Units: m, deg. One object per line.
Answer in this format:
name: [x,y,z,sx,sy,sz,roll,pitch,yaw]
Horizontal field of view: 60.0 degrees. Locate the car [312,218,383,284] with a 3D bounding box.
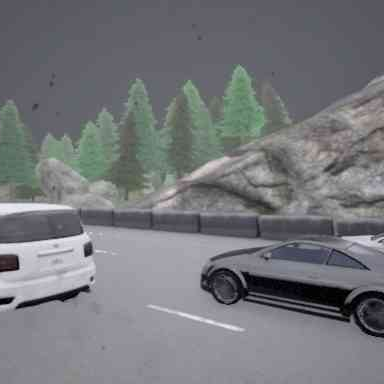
car: [5.723,1.526,8.509,4.674,1.442,1.812,0,0,35]

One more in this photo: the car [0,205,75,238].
car: [-8.963,1.587,18.983,4.892,1.490,1.837,0,0,35]

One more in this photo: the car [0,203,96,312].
car: [-4.456,1.256,7.184,5.566,2.045,2.150,0,0,36]

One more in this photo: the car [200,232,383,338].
car: [2.240,1.573,6.693,4.181,1.385,1.994,0,0,35]
